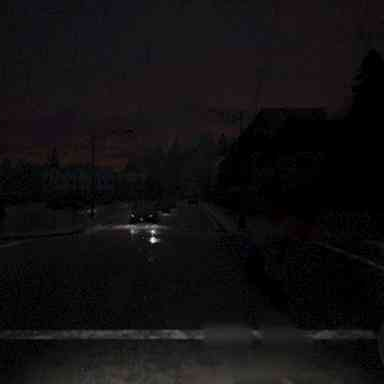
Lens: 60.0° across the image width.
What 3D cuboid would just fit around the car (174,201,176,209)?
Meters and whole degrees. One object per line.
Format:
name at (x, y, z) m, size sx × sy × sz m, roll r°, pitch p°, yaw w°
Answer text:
car at (-3.565, 1.928, 53.725) m, size 2.033 × 1.411 × 5.357 m, roll 0°, pitch 0°, yaw 0°

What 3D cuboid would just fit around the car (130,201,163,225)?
car at (-3.604, 1.711, 26.139) m, size 1.812 × 1.442 × 4.674 m, roll 0°, pitch 0°, yaw 0°

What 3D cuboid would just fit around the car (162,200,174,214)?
car at (-3.591, 1.831, 40.047) m, size 2.033 × 1.411 × 5.357 m, roll 0°, pitch 0°, yaw 0°

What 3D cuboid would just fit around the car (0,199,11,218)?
car at (-17.384, 1.582, 27.274) m, size 3.633 × 1.501 × 1.845 m, roll 0°, pitch 0°, yaw 0°

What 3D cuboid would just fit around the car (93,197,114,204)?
car at (-17.985, 1.728, 67.975) m, size 3.806 × 1.475 × 1.970 m, roll 0°, pitch 0°, yaw 0°

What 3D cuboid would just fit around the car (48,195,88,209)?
car at (-17.248, 1.437, 45.859) m, size 4.605 × 1.855 × 1.932 m, roll 0°, pitch 0°, yaw 0°

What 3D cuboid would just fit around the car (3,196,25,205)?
car at (-35.045, 1.569, 64.697) m, size 4.605 × 1.855 × 1.932 m, roll 0°, pitch 0°, yaw 0°

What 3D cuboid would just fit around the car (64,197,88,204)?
car at (-25.034, 1.819, 71.637) m, size 4.514 × 1.523 × 2.007 m, roll 0°, pitch 0°, yaw 0°

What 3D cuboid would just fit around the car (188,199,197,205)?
car at (0.104, 2.087, 68.699) m, size 1.895 × 1.301 × 4.718 m, roll 0°, pitch 0°, yaw 0°

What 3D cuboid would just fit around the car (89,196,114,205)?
car at (-17.661, 1.604, 61.559) m, size 5.027 × 1.636 × 2.152 m, roll 0°, pitch 0°, yaw 0°
